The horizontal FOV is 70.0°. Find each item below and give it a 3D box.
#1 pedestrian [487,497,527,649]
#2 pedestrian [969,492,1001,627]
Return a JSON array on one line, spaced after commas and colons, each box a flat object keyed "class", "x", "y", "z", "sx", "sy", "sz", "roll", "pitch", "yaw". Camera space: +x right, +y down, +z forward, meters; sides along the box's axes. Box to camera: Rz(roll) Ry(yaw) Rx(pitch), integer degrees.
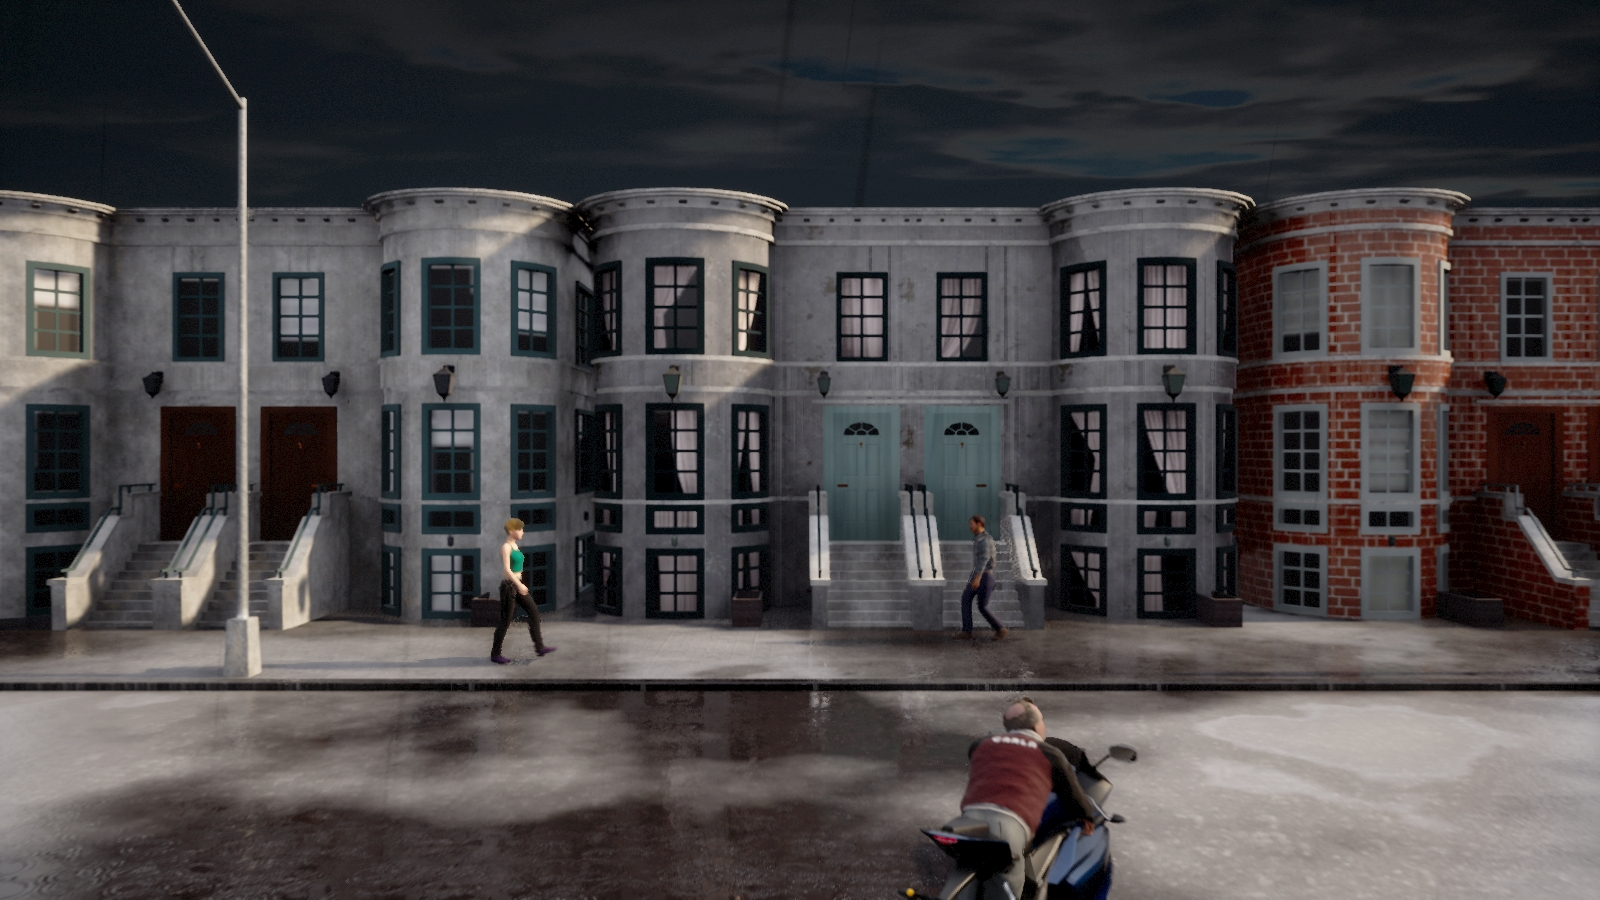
[{"class": "pedestrian", "x": -3.673, "y": 1.524, "z": 14.330, "sx": 0.375, "sy": 1.860, "sz": 0.375, "roll": 0, "pitch": 0, "yaw": 7}, {"class": "pedestrian", "x": 2.595, "y": 1.524, "z": 16.071, "sx": 0.375, "sy": 1.860, "sz": 0.375, "roll": 0, "pitch": 0, "yaw": -2}]
